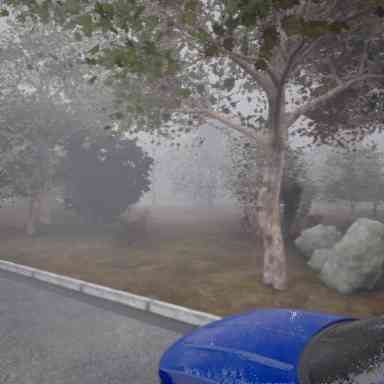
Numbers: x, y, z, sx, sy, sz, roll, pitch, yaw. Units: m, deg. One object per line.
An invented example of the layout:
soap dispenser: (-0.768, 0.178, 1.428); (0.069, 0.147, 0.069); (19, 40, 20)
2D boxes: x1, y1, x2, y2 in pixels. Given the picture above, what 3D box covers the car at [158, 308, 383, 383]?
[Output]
car: (1.976, 1.480, 1.969); (5.008, 1.535, 1.882); (0, 0, 35)
